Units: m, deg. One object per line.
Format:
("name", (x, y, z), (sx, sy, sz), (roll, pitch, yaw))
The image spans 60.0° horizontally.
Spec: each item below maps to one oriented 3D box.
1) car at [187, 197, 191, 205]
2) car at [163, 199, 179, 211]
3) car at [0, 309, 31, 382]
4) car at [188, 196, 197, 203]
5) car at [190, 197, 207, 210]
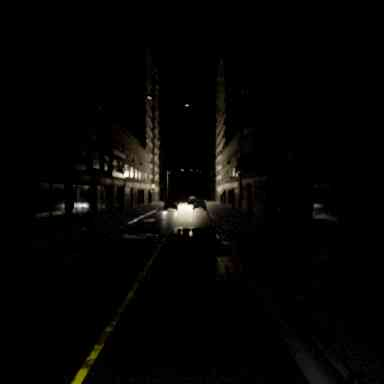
("car", (0.085, 1.867, 64.585), (1.994, 1.385, 4.181), (0, 0, 0))
("car", (-2.777, 1.701, 44.517), (1.837, 1.490, 4.892), (0, 0, 0))
("car", (-2.848, 1.608, 1.723), (1.895, 1.301, 4.718), (0, 0, 0))
("car", (0.107, 1.853, 81.059), (2.128, 1.511, 4.902), (0, 0, 0))
("car", (1.022, 1.726, 45.221), (1.812, 1.442, 4.674), (0, 0, 0))
